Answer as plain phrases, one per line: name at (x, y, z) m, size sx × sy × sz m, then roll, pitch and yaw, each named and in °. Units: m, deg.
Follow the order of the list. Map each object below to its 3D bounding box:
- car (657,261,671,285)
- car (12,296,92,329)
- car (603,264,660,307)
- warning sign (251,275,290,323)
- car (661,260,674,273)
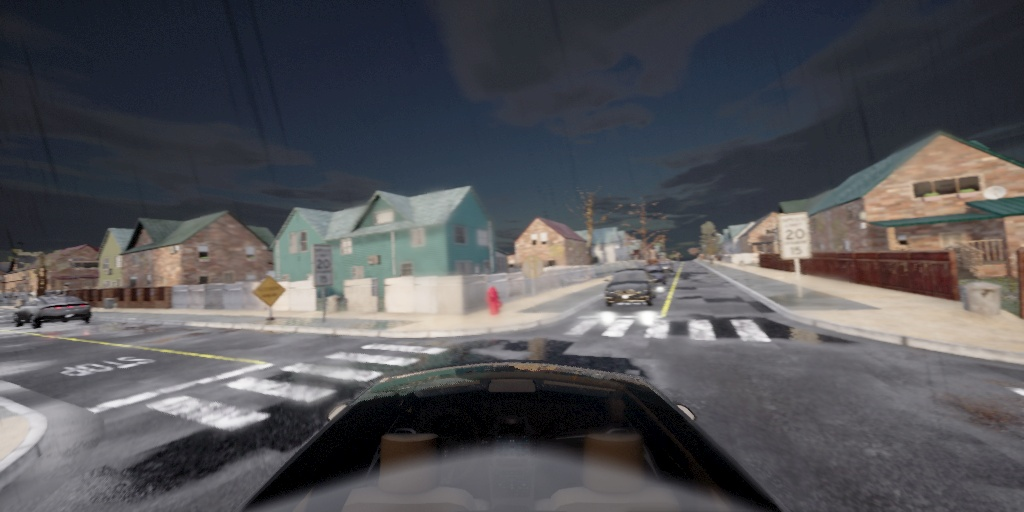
car at (10.075, 1.350, 25.897) m, size 1.994 × 1.385 × 4.181 m, roll -5°, pitch -2°, yaw 26°
car at (-23.989, 2.876, 18.713) m, size 4.902 × 1.511 × 2.128 m, roll -4°, pitch -2°, yaw 26°
car at (5.388, 1.327, 16.147) m, size 1.837 × 1.490 × 4.892 m, roll -5°, pitch -2°, yaw 25°
warning sign at (-9.744, 1.710, 14.500) m, size 1.060 × 1.860 × 1.300 m, roll 0°, pitch 0°, yaw 26°
car at (17.557, 1.233, 41.326) m, size 2.128 × 1.511 × 4.902 m, roll -5°, pitch -2°, yaw 26°
